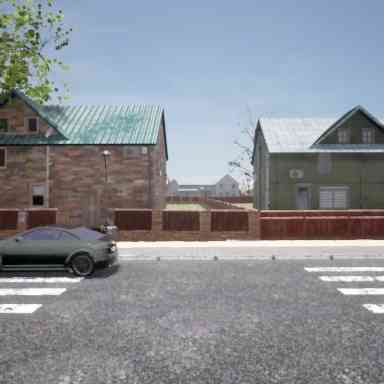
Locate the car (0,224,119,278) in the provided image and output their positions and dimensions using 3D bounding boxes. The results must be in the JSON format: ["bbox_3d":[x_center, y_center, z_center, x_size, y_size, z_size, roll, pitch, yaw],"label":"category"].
[{"bbox_3d":[-4.340,1.688,9.985,4.181,1.385,1.994,-1,-1,1],"label":"car"}]
